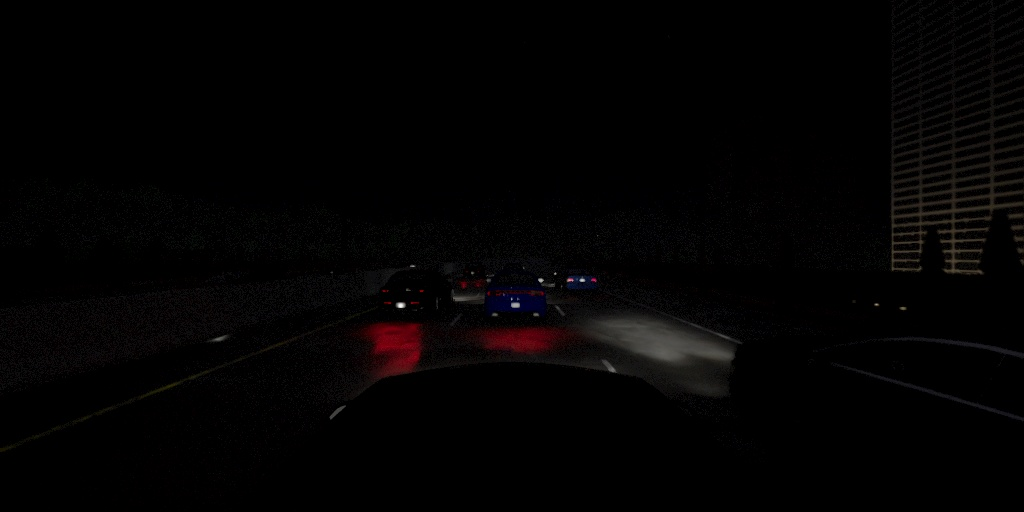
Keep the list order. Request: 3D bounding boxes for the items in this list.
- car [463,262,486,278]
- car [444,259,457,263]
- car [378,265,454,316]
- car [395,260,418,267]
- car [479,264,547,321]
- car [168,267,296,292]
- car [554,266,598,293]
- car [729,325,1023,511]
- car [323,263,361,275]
[{"bbox_3d":[-3.405,1.266,33.119,1.812,1.442,4.674,0,0,0],"label":"car"},{"bbox_3d":[-10.486,1.252,61.757,1.837,1.490,4.892,0,0,0],"label":"car"},{"bbox_3d":[-3.396,1.251,13.374,1.837,1.490,4.892,0,0,0],"label":"car"},{"bbox_3d":[-14.019,1.284,48.119,2.033,1.411,5.357,0,0,0],"label":"car"},{"bbox_3d":[0.103,1.224,12.526,1.882,1.535,5.008,0,0,0],"label":"car"},{"bbox_3d":[-10.595,1.225,14.025,1.882,1.535,5.008,0,0,0],"label":"car"},{"bbox_3d":[3.606,1.291,20.878,2.033,1.411,5.357,0,0,0],"label":"car"},{"bbox_3d":[3.598,1.241,2.489,2.128,1.511,4.902,0,0,0],"label":"car"},{"bbox_3d":[-17.564,1.341,37.274,1.895,1.301,4.718,0,0,0],"label":"car"}]
